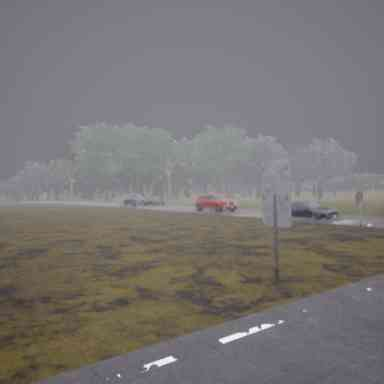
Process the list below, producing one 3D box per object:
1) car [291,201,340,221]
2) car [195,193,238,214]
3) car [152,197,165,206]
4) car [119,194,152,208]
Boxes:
[{"bbox_3d":[9.258,1.494,27.350,2.033,1.411,5.357,-2,1,-36],"label":"car"},{"bbox_3d":[2.549,1.199,36.628,2.150,2.045,5.566,-2,1,-36],"label":"car"},{"bbox_3d":[-6.229,1.509,53.765,2.128,1.511,4.902,-2,1,-35],"label":"car"},{"bbox_3d":[-9.061,1.340,52.830,2.150,2.045,5.566,-2,1,-35],"label":"car"}]
